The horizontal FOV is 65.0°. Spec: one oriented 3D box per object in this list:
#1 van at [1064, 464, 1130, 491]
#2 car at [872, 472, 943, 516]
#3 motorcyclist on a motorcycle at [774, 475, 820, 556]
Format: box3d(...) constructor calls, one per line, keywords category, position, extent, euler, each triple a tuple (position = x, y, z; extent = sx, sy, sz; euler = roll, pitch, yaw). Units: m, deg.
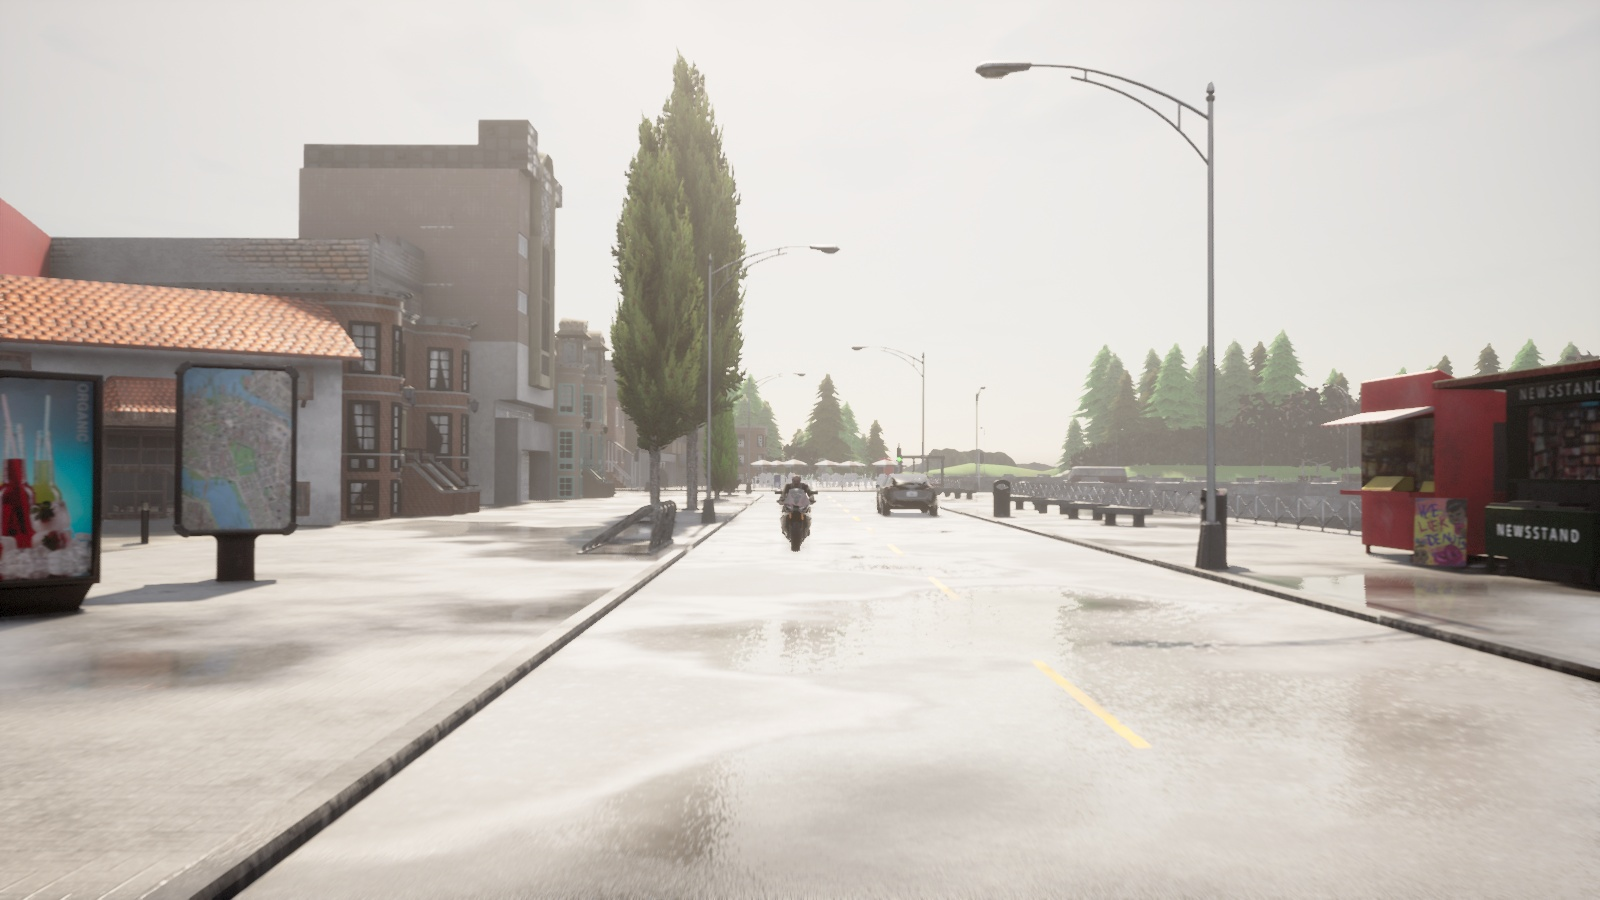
box3d(category="van", position=(21.988, 2.037, 93.023), extent=(4.442, 1.987, 1.775), euler=(0, -1, 1))
box3d(category="car", position=(3.880, 1.569, 46.007), extent=(2.163, 1.488, 4.792), euler=(0, -1, 0))
box3d(category="motorcyclist on a motorcycle", position=(-0.065, 1.270, 25.116), extent=(0.866, 1.530, 2.191), euler=(0, -1, 0))
